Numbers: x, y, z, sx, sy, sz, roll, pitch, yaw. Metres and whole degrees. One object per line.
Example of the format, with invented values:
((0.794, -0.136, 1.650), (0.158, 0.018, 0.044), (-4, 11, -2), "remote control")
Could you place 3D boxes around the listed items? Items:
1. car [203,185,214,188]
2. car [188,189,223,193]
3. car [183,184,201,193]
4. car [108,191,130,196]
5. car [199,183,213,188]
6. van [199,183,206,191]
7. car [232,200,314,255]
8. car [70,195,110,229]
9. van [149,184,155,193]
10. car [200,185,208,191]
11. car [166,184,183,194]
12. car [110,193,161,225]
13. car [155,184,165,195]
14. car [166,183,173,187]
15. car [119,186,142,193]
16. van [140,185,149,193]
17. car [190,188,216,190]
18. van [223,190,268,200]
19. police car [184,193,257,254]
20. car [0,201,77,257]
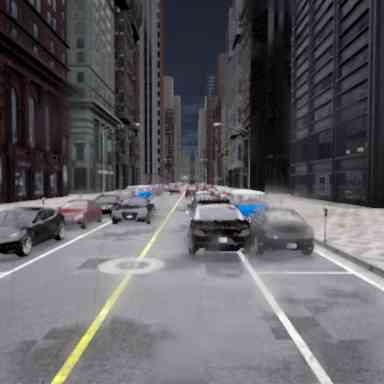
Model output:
((2.755, 0.132, 45.170), (1.887, 1.381, 4.507), (0, 2, 0), "car")
((0.835, 0.817, 21.748), (1.837, 1.490, 4.892), (0, 2, 0), "car")
((0.002, -0.045, 48.761), (1.882, 1.535, 5.008), (0, 2, 0), "car")
((-5.767, 0.850, 22.620), (1.947, 1.339, 4.313), (0, 2, 0), "car")
((2.753, -0.442, 56.430), (2.192, 1.841, 5.009), (0, 2, 0), "car")
((2.750, -1.265, 84.600), (1.690, 1.788, 3.998), (0, 2, 0), "van")
((2.759, 1.187, 11.369), (2.008, 1.369, 4.403), (0, 2, 0), "car")
((-5.766, 1.042, 16.987), (1.802, 1.307, 4.206), (0, 2, 0), "car")
((-5.770, 0.103, 39.514), (1.690, 1.788, 3.998), (0, 2, 0), "van")
((2.751, -0.917, 79.142), (1.752, 1.417, 4.829), (0, 2, 0), "car")
((-3.050, -0.276, 60.381), (1.895, 1.301, 4.718), (0, 2, 1), "car")
((-3.101, 0.976, 18.510), (1.994, 1.385, 4.181), (0, 2, 0), "car")
((-5.771, -0.269, 50.781), (2.192, 1.841, 5.009), (0, 2, 0), "car")
((-5.773, -0.723, 73.324), (1.887, 1.381, 4.507), (0, 2, 0), "car")
((-5.768, 0.550, 28.250), (1.967, 1.590, 4.097), (0, 2, 0), "car")
((-5.769, 0.276, 33.881), (1.690, 1.788, 3.998), (0, 2, 0), "van")
((0.896, 0.651, 27.746), (1.812, 1.442, 4.674), (0, 2, 0), "car")
((2.758, 0.801, 16.996), (1.690, 1.788, 3.998), (0, 2, 0), "van")
((0.774, 1.048, 11.834), (1.930, 1.638, 5.238), (0, 2, -2), "police car")
((-5.766, 1.203, 11.352), (1.947, 1.339, 4.313), (0, 2, 0), "car")
